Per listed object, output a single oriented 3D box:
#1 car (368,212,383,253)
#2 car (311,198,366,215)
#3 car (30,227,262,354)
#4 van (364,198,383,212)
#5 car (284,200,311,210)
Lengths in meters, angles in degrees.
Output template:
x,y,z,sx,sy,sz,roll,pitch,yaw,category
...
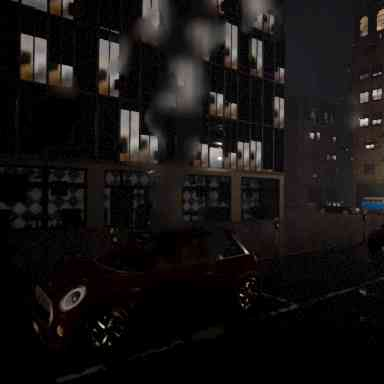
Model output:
x,y,z,sx,sy,sz,roll,pitch,yaw,category
8.394,1.580,12.534,4.313,1.339,1.947,0,1,-35,car
15.234,1.649,34.809,2.008,1.369,4.403,1,-1,-35,car
-0.682,1.443,6.059,4.097,1.590,1.967,0,1,-35,car
22.121,1.561,39.588,1.690,1.788,3.998,1,-1,-35,van
15.691,1.824,48.841,1.752,1.417,4.829,1,-1,-35,car
